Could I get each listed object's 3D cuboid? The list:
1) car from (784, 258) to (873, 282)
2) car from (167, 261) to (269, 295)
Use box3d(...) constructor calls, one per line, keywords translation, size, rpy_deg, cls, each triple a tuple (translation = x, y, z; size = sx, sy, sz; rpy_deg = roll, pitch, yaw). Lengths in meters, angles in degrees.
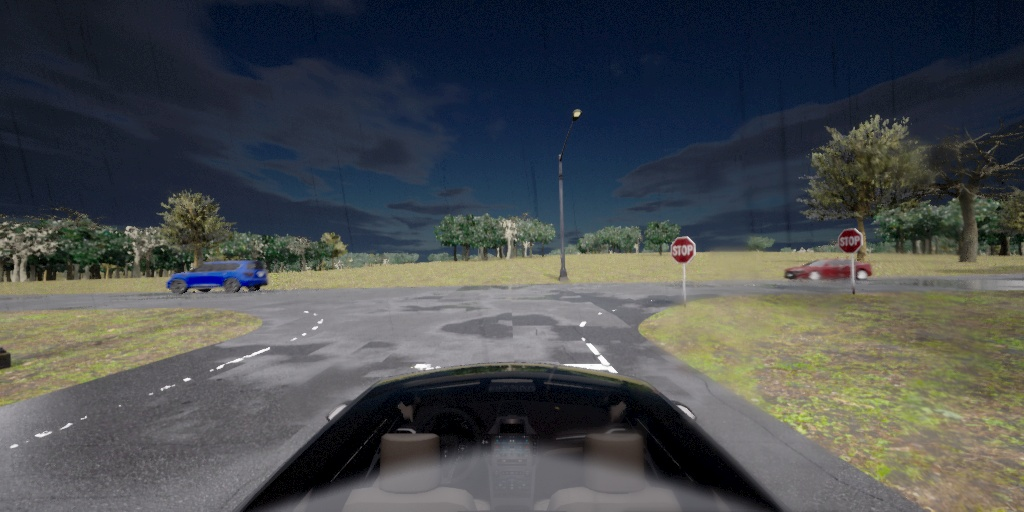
box3d(translation=(20.876, 0.913, 23.793), size=(5.008, 1.535, 1.882), rpy_deg=(-2, -2, -1), cls="car")
box3d(translation=(-18.964, 1.397, 23.302), size=(5.566, 2.045, 2.150), rpy_deg=(-1, -2, 0), cls="car")
